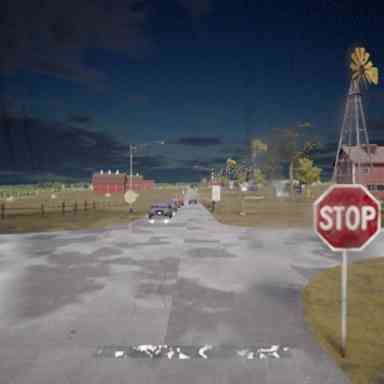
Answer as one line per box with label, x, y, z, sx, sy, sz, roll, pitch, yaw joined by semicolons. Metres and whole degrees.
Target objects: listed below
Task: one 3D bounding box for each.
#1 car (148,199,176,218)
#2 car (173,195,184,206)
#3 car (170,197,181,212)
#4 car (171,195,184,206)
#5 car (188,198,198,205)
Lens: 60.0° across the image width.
car;-2.766;1.609;30.140;1.994;1.385;4.181;0;0;0
car;-2.692;1.667;50.229;2.128;1.511;4.902;0;-1;0
car;-2.726;1.660;40.045;1.994;1.385;4.181;0;0;1
car;-2.596;1.504;60.545;2.150;2.045;5.566;0;-1;0
car;0.196;1.939;70.911;1.812;1.442;4.674;0;-1;0
